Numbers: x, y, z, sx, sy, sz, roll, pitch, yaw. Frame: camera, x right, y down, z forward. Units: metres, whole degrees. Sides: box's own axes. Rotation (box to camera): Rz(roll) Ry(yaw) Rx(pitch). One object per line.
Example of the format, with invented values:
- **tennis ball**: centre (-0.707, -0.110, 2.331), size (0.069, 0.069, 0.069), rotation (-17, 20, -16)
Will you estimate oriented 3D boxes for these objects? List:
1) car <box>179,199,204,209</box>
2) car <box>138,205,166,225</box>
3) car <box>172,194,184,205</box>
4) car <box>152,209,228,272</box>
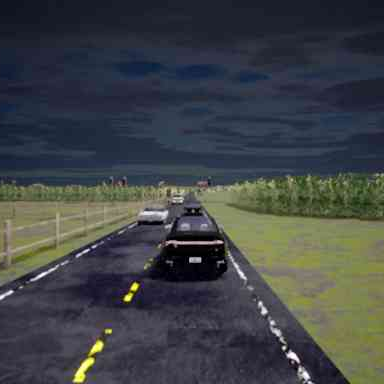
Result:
- **car**: centre (0.097, 1.662, 30.446), size (2.033, 1.411, 5.357), rotation (0, 0, 0)
- **car**: centre (-2.852, 1.699, 25.084), size (1.895, 1.301, 4.718), rotation (0, 0, 0)
- **car**: centre (-2.764, 1.435, 65.974), size (2.150, 2.045, 5.566), rotation (0, 0, 0)
- **car**: centre (0.088, 1.540, 10.998), size (2.128, 1.511, 4.902), rotation (0, 0, 0)
